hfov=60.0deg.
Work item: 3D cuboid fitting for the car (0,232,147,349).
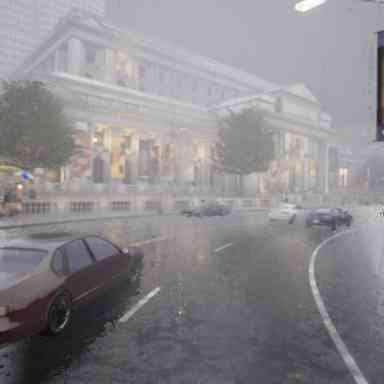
[{"bbox_3d":[-2.612,1.512,6.619,2.033,1.411,5.357,1,0,12],"label":"car"}]

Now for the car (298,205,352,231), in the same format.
[{"bbox_3d":[8.969,1.633,21.755,1.812,1.442,4.674,1,0,41],"label":"car"}]

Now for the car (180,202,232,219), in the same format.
[{"bbox_3d":[1.362,1.561,29.407,2.033,1.411,5.357,1,0,43],"label":"car"}]

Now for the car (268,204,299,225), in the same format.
[{"bbox_3d":[7.526,1.613,25.256,1.812,1.442,4.674,1,0,43],"label":"car"}]
